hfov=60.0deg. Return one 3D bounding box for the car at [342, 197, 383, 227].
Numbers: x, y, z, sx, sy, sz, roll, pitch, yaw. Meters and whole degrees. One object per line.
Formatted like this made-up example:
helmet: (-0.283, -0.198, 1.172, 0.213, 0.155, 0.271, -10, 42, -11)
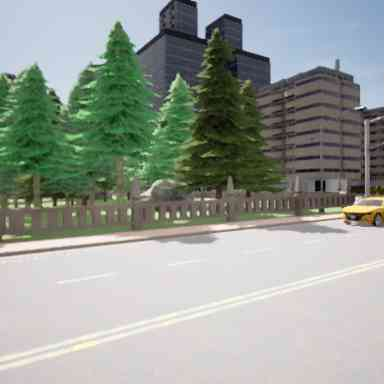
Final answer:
car: (10.864, 1.063, 19.519, 5.008, 1.535, 1.882, -1, 1, -33)
